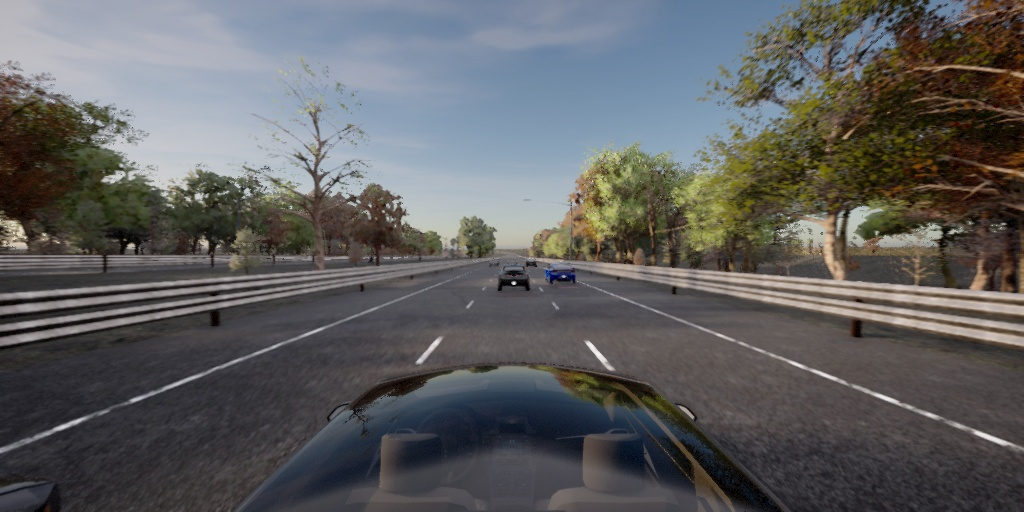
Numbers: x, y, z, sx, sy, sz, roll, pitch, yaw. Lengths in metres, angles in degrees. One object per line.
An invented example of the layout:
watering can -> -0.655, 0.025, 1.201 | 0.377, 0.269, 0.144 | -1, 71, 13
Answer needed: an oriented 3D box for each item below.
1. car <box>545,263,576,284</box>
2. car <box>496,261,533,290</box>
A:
car -> 3.615, 1.258, 27.439 | 1.882, 1.535, 5.008 | 0, 0, 0
car -> 0.113, 1.281, 22.885 | 1.837, 1.490, 4.892 | 0, 0, 0
